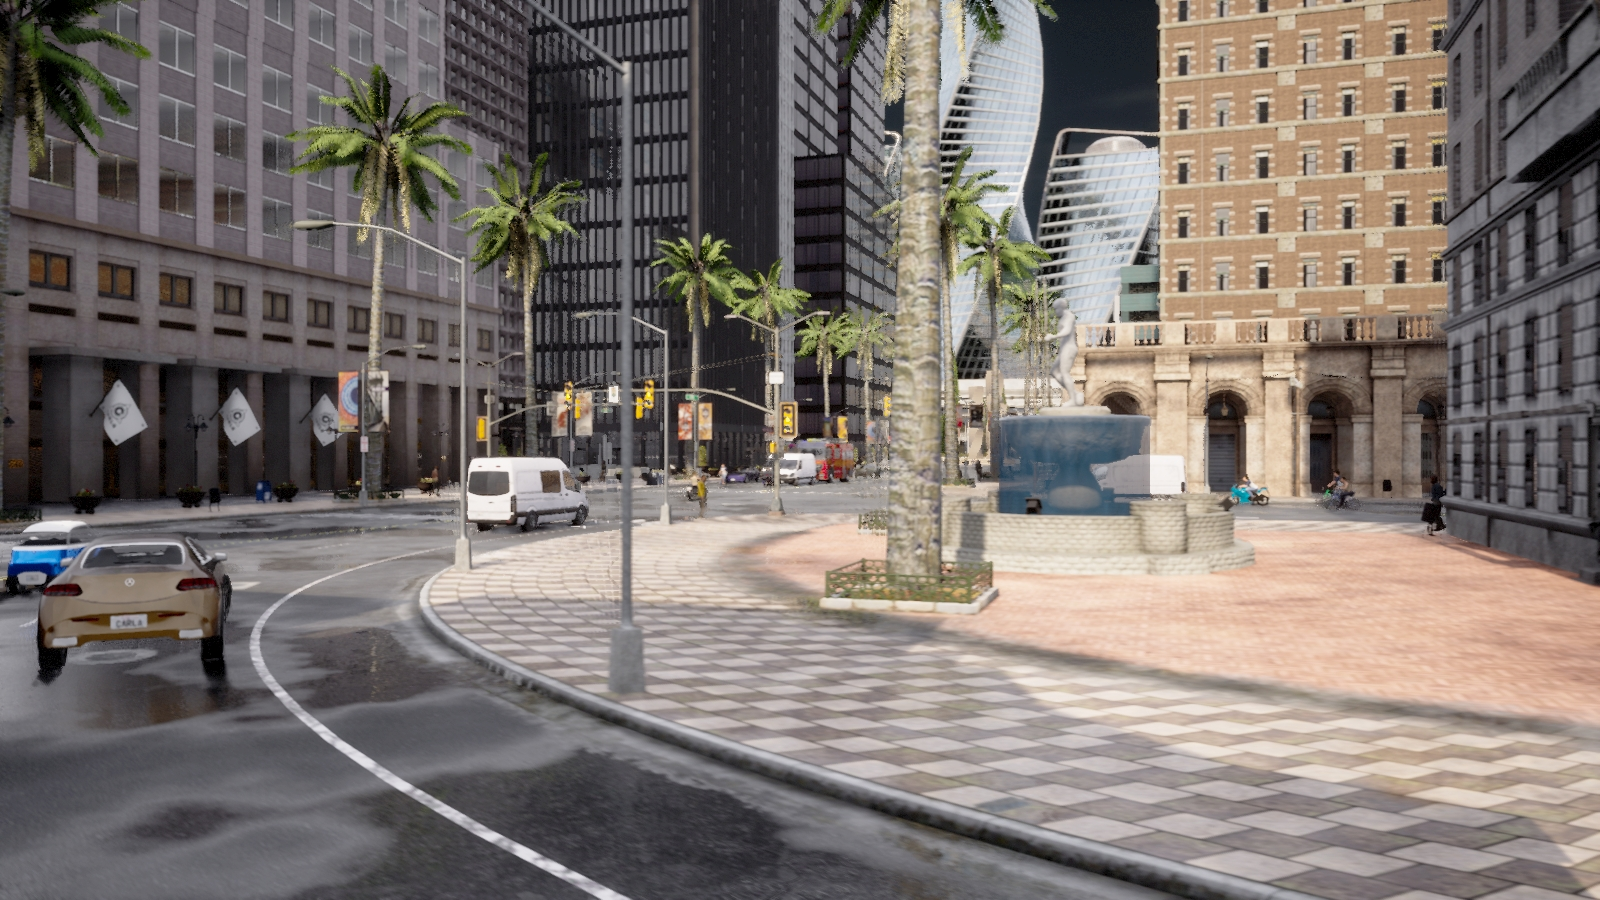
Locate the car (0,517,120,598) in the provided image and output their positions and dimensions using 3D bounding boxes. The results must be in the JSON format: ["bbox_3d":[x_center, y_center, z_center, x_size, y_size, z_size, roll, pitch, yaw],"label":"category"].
[{"bbox_3d":[-14.922,2.122,22.963,1.481,1.376,2.207,0,0,-11],"label":"car"}]

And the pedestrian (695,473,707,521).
[{"bbox_3d":[-3.897,1.861,45.093,0.375,1.860,0.375,0,0,16],"label":"pedestrian"}]

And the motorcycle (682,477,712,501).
[{"bbox_3d":[-5.760,2.191,63.991,0.764,1.277,2.356,0,0,18],"label":"motorcycle"}]

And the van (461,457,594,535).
[{"bbox_3d":[-9.620,1.547,40.984,1.988,2.561,5.915,0,0,16],"label":"van"}]

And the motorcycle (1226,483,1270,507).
[{"bbox_3d":[22.484,2.239,57.375,2.033,1.145,0.803,0,0,18],"label":"motorcycle"}]

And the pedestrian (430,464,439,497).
[{"bbox_3d":[-20.612,1.714,64.417,0.375,1.860,0.375,0,0,34],"label":"pedestrian"}]

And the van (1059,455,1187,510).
[{"bbox_3d":[15.810,1.558,55.911,5.915,2.561,1.988,0,0,18],"label":"van"}]

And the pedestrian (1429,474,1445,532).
[{"bbox_3d":[20.590,1.714,36.923,0.375,1.860,0.375,0,0,14],"label":"pedestrian"}]

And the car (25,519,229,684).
[{"bbox_3d":[-9.470,1.995,16.491,2.152,1.651,5.027,0,0,-26],"label":"car"}]
